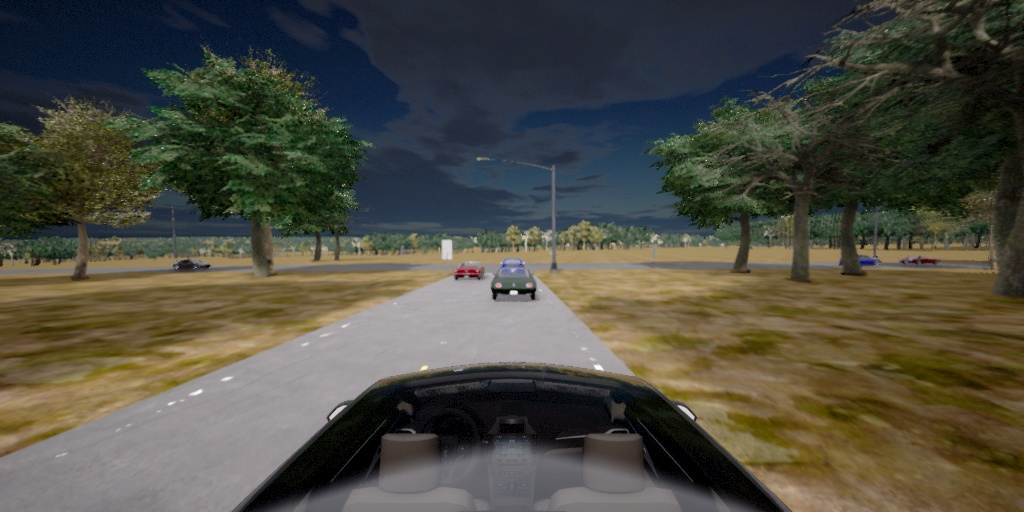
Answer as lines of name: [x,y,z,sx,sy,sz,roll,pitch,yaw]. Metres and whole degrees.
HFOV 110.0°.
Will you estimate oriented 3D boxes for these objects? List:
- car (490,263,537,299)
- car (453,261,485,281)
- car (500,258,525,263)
car: [0.079,1.159,16.433,1.895,1.301,4.718,0,1,0]
car: [-3.018,1.052,25.995,1.895,1.301,4.718,0,1,0]
car: [0.058,0.889,29.197,1.882,1.535,5.008,0,1,0]
